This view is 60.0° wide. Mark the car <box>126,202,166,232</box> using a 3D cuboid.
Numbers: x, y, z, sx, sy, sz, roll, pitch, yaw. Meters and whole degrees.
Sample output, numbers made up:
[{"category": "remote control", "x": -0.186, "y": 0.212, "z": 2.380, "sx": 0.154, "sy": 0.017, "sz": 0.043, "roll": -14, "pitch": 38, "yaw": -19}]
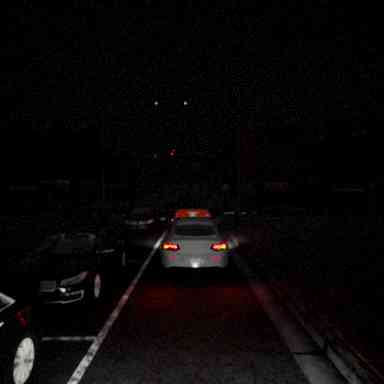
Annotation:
[{"category": "car", "x": -2.717, "y": 1.473, "z": 18.764, "sx": 1.802, "sy": 1.307, "sz": 4.206, "roll": -2, "pitch": 0, "yaw": 0}]

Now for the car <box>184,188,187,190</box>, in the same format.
[{"category": "car", "x": -2.963, "y": 0.587, "z": 95.406, "sx": 2.192, "sy": 1.841, "sz": 5.009, "roll": -1, "pitch": 1, "yaw": 0}]

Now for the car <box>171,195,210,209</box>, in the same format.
[{"category": "car", "x": 0.036, "y": 1.236, "z": 20.129, "sx": 2.097, "sy": 1.767, "sz": 4.553, "roll": 0, "pitch": 0, "yaw": 0}]

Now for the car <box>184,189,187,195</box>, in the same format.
[{"category": "car", "x": -2.899, "y": 0.889, "z": 73.238, "sx": 2.192, "sy": 1.841, "sz": 5.009, "roll": -1, "pitch": 1, "yaw": 0}]

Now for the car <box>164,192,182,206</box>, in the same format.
[{"category": "car", "x": -2.810, "y": 1.222, "z": 45.540, "sx": 1.967, "sy": 1.590, "sz": 4.097, "roll": -2, "pitch": 0, "yaw": 0}]

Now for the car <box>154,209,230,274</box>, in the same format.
[{"category": "car", "x": 0.069, "y": 1.463, "z": 10.168, "sx": 1.812, "sy": 1.442, "sz": 4.674, "roll": 0, "pitch": 0, "yaw": 0}]

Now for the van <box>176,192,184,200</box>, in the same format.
[{"category": "van", "x": -2.914, "y": 0.851, "z": 78.775, "sx": 1.690, "sy": 1.788, "sz": 3.998, "roll": -1, "pitch": 1, "yaw": 0}]

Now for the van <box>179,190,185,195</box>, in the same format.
[{"category": "van", "x": -2.880, "y": 0.972, "z": 67.695, "sx": 1.690, "sy": 1.788, "sz": 3.998, "roll": -1, "pitch": 1, "yaw": 0}]

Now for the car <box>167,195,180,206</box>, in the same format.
[{"category": "car", "x": -2.824, "y": 1.284, "z": 50.908, "sx": 1.752, "sy": 1.417, "sz": 4.829, "roll": -2, "pitch": 0, "yaw": 0}]

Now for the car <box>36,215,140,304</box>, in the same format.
[{"category": "car", "x": -2.682, "y": 1.501, "z": 7.870, "sx": 2.008, "sy": 1.369, "sz": 4.403, "roll": -2, "pitch": 0, "yaw": 0}]

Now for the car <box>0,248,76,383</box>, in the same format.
[{"category": "car", "x": -2.664, "y": 1.534, "z": 2.421, "sx": 2.008, "sy": 1.369, "sz": 4.403, "roll": -2, "pitch": 0, "yaw": 0}]

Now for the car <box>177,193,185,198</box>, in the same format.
[{"category": "car", "x": -2.943, "y": 0.916, "z": 89.859, "sx": 2.008, "sy": 1.369, "sz": 4.403, "roll": -1, "pitch": 1, "yaw": 0}]
